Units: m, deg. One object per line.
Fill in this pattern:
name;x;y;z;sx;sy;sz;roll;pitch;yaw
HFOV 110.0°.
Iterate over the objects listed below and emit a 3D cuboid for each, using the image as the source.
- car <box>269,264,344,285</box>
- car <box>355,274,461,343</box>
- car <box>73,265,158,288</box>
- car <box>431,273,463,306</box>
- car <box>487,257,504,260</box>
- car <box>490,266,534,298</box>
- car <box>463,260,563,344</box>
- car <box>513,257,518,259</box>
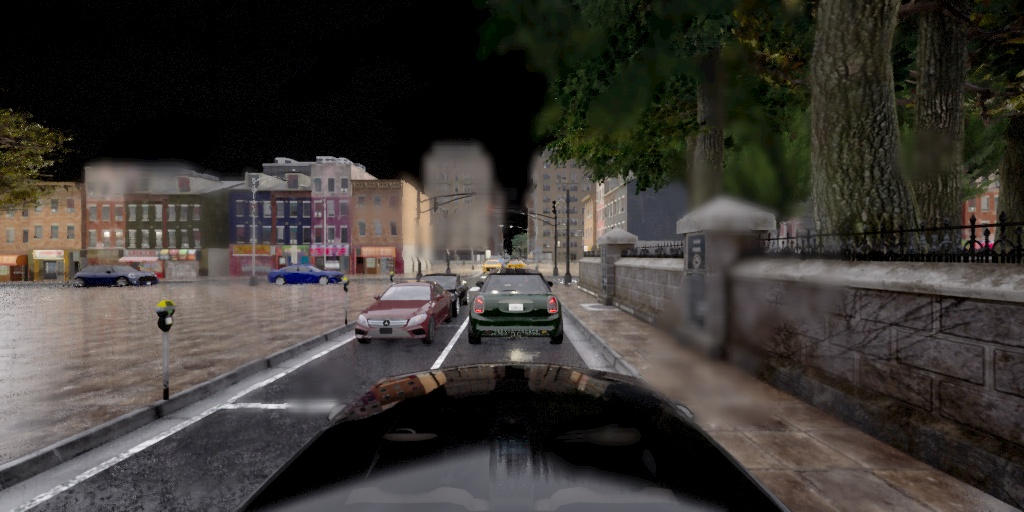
car;-14.885;1.372;26.160;5.008;1.535;1.882;0;0;0
car;-2.638;1.331;9.600;1.802;1.307;4.207;0;0;0
car;-28.720;1.431;26.118;4.553;1.767;2.097;-1;0;0
car;-2.638;1.315;13.262;1.948;1.339;4.313;0;0;0
car;-2.275;1.218;41.529;1.882;1.535;5.008;0;0;1
car;-0.143;1.313;19.158;1.994;1.385;4.181;0;0;-5
car;0.074;1.101;9.714;2.097;1.767;4.553;0;0;0
car;0.446;1.218;39.867;1.882;1.535;5.008;0;0;1
